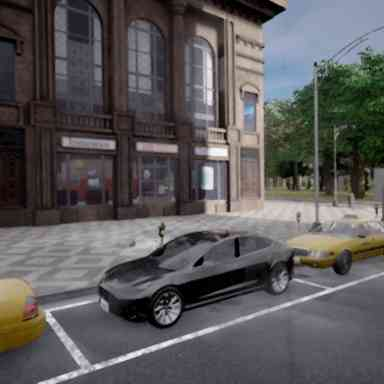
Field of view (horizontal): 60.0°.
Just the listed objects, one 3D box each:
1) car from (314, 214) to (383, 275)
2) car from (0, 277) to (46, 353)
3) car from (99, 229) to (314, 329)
[{"bbox_3d":[4.597,1.374,9.906,4.829,1.417,1.752,-1,1,-35],"label":"car"},{"bbox_3d":[-4.268,1.549,3.610,4.829,1.417,1.752,-1,1,-35],"label":"car"},{"bbox_3d":[0.304,1.499,6.857,4.313,1.339,1.947,-1,1,-35],"label":"car"}]
